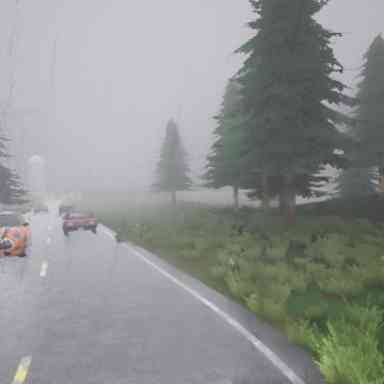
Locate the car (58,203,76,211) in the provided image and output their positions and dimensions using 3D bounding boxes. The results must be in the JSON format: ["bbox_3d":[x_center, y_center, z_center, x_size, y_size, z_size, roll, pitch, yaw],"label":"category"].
[{"bbox_3d":[-15.697,2.099,41.815,1.837,1.490,4.892,-2,0,-22],"label":"car"}]

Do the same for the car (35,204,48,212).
[{"bbox_3d":[-23.163,2.457,51.187,1.895,1.301,4.718,-2,0,-22],"label":"car"}]

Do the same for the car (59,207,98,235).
[{"bbox_3d":[-7.255,1.880,21.261,1.895,1.301,4.718,-2,0,-22],"label":"car"}]

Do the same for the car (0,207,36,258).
[{"bbox_3d":[-7.780,1.632,13.548,2.097,1.767,4.553,-2,0,-22],"label":"car"}]
